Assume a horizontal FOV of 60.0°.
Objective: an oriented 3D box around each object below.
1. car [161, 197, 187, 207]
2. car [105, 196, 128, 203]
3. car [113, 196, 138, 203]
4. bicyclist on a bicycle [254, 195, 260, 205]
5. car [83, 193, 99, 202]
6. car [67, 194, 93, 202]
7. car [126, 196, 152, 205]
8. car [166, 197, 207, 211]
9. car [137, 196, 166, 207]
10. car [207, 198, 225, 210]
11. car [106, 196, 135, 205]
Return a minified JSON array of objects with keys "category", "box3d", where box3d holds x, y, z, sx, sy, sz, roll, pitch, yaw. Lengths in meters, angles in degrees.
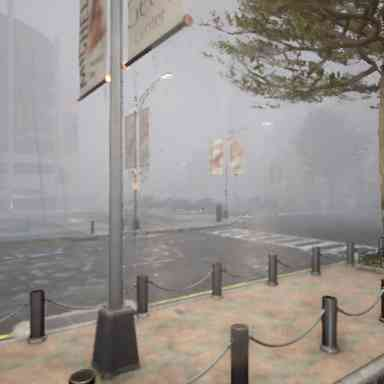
[{"category":"car","box3d":[-2.913,1.594,52.111,1.812,1.442,4.674,0,0,-37]},{"category":"car","box3d":[-15.798,1.592,69.429,4.674,1.442,1.812,0,0,26]},{"category":"car","box3d":[-14.560,1.600,72.720,4.902,1.511,2.128,0,0,26]},{"category":"bicyclist on a bicycle","box3d":[11.222,1.404,57.351,1.656,1.620,0.582,0,0,-36]},{"category":"car","box3d":[-24.087,1.226,76.491,5.566,2.045,2.150,0,0,12]},{"category":"car","box3d":[-25.047,1.599,73.125,4.718,1.301,1.895,0,0,12]},{"category":"car","box3d":[-9.558,1.558,60.148,4.902,1.511,2.128,0,0,44]},{"category":"car","box3d":[-0.792,1.607,43.227,2.033,1.411,5.357,0,0,-35]},{"category":"car","box3d":[-6.218,1.412,50.676,2.097,1.767,4.553,0,0,-37]},{"category":"car","box3d":[2.525,1.546,44.592,1.882,1.535,5.008,0,0,-37]},{"category":"car","box3d":[-12.981,1.605,58.582,5.357,1.411,2.033,0,0,41]}]
